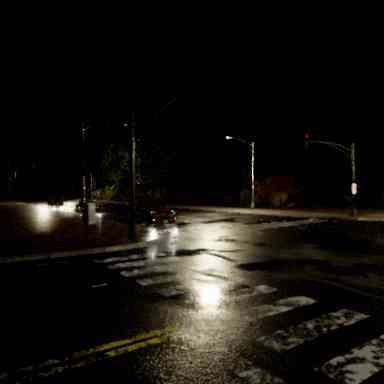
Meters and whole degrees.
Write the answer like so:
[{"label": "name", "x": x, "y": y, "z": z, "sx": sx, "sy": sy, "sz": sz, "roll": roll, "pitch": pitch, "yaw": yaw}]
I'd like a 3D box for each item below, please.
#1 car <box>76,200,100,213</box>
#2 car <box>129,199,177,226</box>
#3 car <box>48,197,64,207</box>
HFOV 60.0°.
[{"label": "car", "x": -12.192, "y": 1.623, "z": 38.736, "sx": 1.812, "sy": 1.442, "sz": 4.674, "roll": -1, "pitch": 1, "yaw": -33}, {"label": "car", "x": -2.977, "y": 1.437, "z": 24.546, "sx": 2.097, "sy": 1.767, "sz": 4.553, "roll": -1, "pitch": 0, "yaw": -33}, {"label": "car", "x": -22.411, "y": 1.631, "z": 54.599, "sx": 2.128, "sy": 1.511, "sz": 4.902, "roll": -1, "pitch": 1, "yaw": -33}]
